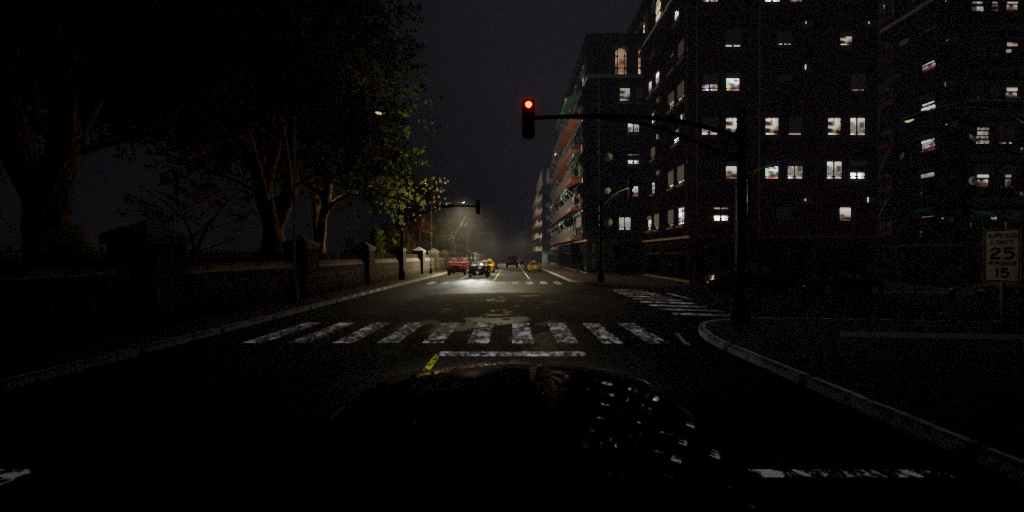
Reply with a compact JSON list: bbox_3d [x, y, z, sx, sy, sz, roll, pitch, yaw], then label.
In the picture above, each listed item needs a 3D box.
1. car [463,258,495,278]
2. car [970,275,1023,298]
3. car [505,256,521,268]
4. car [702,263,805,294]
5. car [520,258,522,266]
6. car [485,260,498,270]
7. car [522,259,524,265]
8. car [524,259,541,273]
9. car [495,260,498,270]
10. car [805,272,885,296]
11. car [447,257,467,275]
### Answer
[{"bbox_3d":[-3.074,1.245,34.718,2.128,1.511,4.902,0,0,0],"label":"car"},{"bbox_3d":[31.523,1.857,22.233,4.829,1.417,1.751,0,0,0],"label":"car"},{"bbox_3d":[0.025,0.993,63.707,2.150,2.045,5.566,0,0,0],"label":"car"},{"bbox_3d":[14.607,1.338,22.186,5.009,1.841,2.192,0,0,0],"label":"car"},{"bbox_3d":[2.711,1.316,55.382,2.007,1.370,4.403,0,0,0],"label":"car"},{"bbox_3d":[-3.068,1.290,54.398,1.812,1.442,4.674,0,0,0],"label":"car"},{"bbox_3d":[2.709,1.306,49.846,1.888,1.381,4.507,0,0,0],"label":"car"},{"bbox_3d":[2.707,1.283,44.481,1.751,1.417,4.829,0,0,0],"label":"car"},{"bbox_3d":[-3.074,1.235,44.219,1.882,1.535,5.008,0,0,0],"label":"car"},{"bbox_3d":[20.302,1.671,22.202,4.507,1.381,1.888,0,0,0],"label":"car"},{"bbox_3d":[-5.675,1.069,38.778,2.192,1.841,5.009,0,0,0],"label":"car"}]
